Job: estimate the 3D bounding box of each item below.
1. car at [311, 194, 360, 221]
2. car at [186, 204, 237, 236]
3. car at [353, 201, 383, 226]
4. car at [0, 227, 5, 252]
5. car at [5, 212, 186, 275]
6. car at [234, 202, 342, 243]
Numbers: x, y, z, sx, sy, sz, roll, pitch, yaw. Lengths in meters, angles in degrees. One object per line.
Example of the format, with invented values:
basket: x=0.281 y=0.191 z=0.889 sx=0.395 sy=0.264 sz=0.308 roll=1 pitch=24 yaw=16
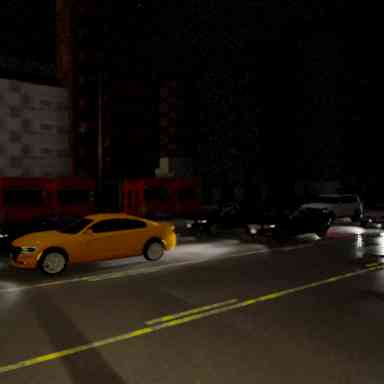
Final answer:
car: x=10.146 y=1.176 z=24.087 sx=5.566 sy=2.045 sz=2.150 roll=0 pitch=0 yaw=-35
car: x=1.856 y=1.436 z=18.202 sx=4.902 sy=1.511 sz=2.128 roll=0 pitch=0 yaw=-35
car: x=12.807 y=1.490 z=21.688 sx=4.674 sy=1.442 sz=1.812 roll=0 pitch=0 yaw=-35
car: x=-5.455 y=1.523 z=12.990 sx=4.181 sy=1.385 sz=1.994 roll=0 pitch=0 yaw=-35
car: x=-2.884 y=1.444 z=10.524 sx=5.008 sy=1.535 sz=1.882 roll=0 pitch=0 yaw=-35
car: x=4.676 y=1.444 z=15.912 sx=4.902 sy=1.511 sz=2.128 roll=0 pitch=0 yaw=-35
